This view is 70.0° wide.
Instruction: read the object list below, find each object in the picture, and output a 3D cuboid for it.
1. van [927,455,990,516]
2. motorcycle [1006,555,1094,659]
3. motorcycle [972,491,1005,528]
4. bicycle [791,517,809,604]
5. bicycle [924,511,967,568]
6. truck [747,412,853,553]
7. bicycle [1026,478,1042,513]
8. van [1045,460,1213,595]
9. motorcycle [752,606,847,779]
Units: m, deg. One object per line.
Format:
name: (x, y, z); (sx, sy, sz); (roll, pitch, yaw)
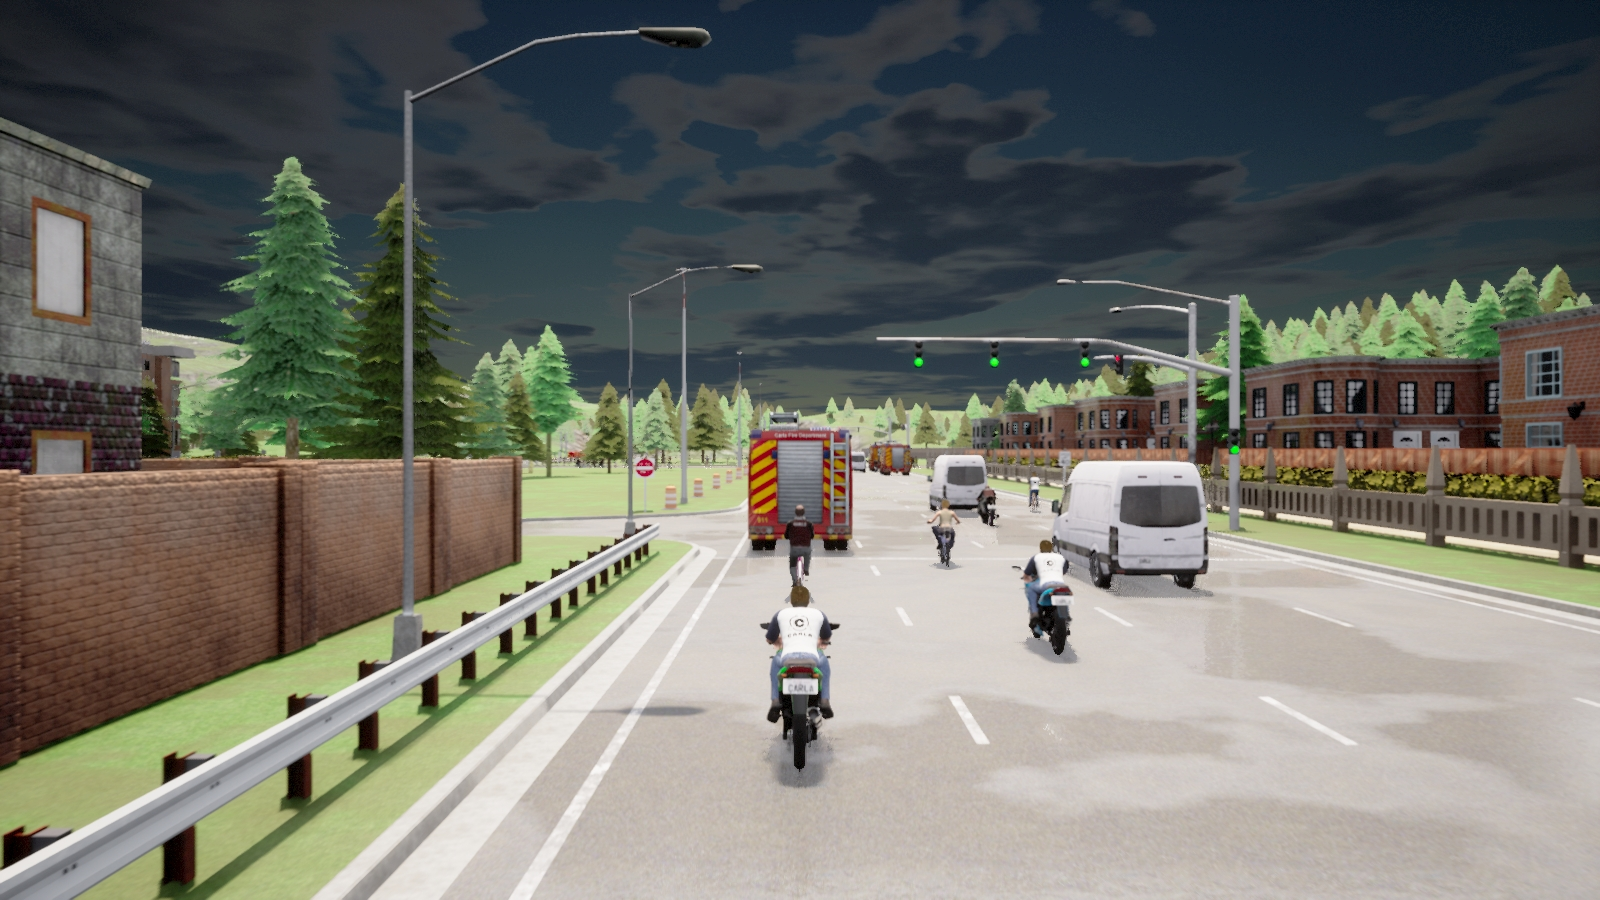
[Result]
van: (6.996, 1.520, 51.068); (1.988, 2.561, 5.915); (0, 0, 0)
motorcycle: (3.500, 2.181, 16.200); (0.803, 1.199, 2.033); (0, 0, 0)
motorcycle: (7.000, 2.193, 42.548); (0.867, 1.251, 2.209); (0, 0, 0)
bicycle: (-0.007, 2.054, 21.616); (0.329, 1.471, 1.835); (0, 0, 0)
bicycle: (3.500, 2.150, 27.654); (0.859, 1.277, 1.487); (0, 0, 0)
truck: (-0.004, 0.881, 35.326); (2.891, 3.827, 8.468); (0, 0, 0)
bicycle: (10.484, 2.042, 51.231); (0.373, 1.496, 1.643); (0, 0, 0)
van: (6.996, 1.527, 25.051); (1.988, 2.561, 5.915); (0, 0, 0)
motorcycle: (-0.001, 2.182, 10.657); (0.803, 1.199, 2.033); (0, 0, 0)
